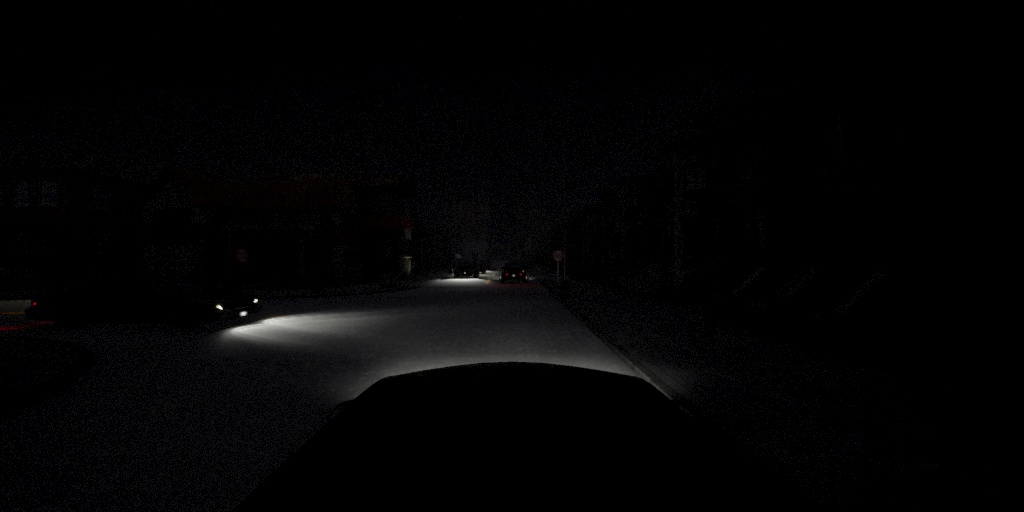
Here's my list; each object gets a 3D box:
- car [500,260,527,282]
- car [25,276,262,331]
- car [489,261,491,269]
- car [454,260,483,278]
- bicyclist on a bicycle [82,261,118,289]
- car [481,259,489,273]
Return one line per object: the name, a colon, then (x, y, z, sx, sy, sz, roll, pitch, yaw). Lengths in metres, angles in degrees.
car: (0.107, 1.275, 28.970, 1.812, 1.442, 4.674, 0, 0, -1)
car: (-10.518, 1.297, 10.458, 5.357, 1.411, 2.033, 0, 0, -1)
car: (-4.122, 1.242, 52.736, 2.128, 1.511, 4.902, 0, 0, 0)
car: (-4.138, 1.314, 33.537, 1.994, 1.385, 4.181, 0, 0, 0)
bicyclist on a bicycle: (-21.599, 1.099, 18.809, 0.582, 1.620, 1.656, 0, 0, 0)
car: (-4.140, 1.228, 42.423, 1.882, 1.535, 5.008, 0, 0, 0)
